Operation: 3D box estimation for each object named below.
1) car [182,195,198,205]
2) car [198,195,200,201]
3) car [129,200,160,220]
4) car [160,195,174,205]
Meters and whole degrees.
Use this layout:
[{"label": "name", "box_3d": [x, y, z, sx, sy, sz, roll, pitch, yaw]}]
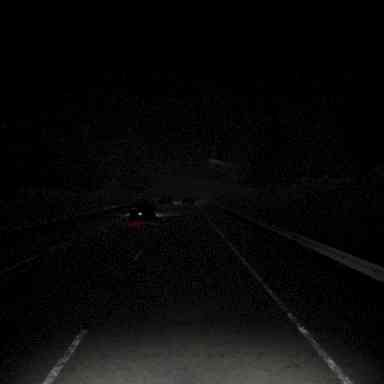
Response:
[{"label": "car", "box_3d": [-0.513, 1.261, 53.350, 1.812, 1.442, 4.674, 0, 0, 3]}, {"label": "car", "box_3d": [0.635, 1.233, 69.464, 1.895, 1.301, 4.718, 0, 0, 6]}, {"label": "car", "box_3d": [-3.908, 1.393, 27.119, 1.837, 1.490, 4.892, 0, 0, -1]}, {"label": "car", "box_3d": [-4.025, 1.253, 53.109, 2.128, 1.511, 4.902, 0, 0, 3]}]
